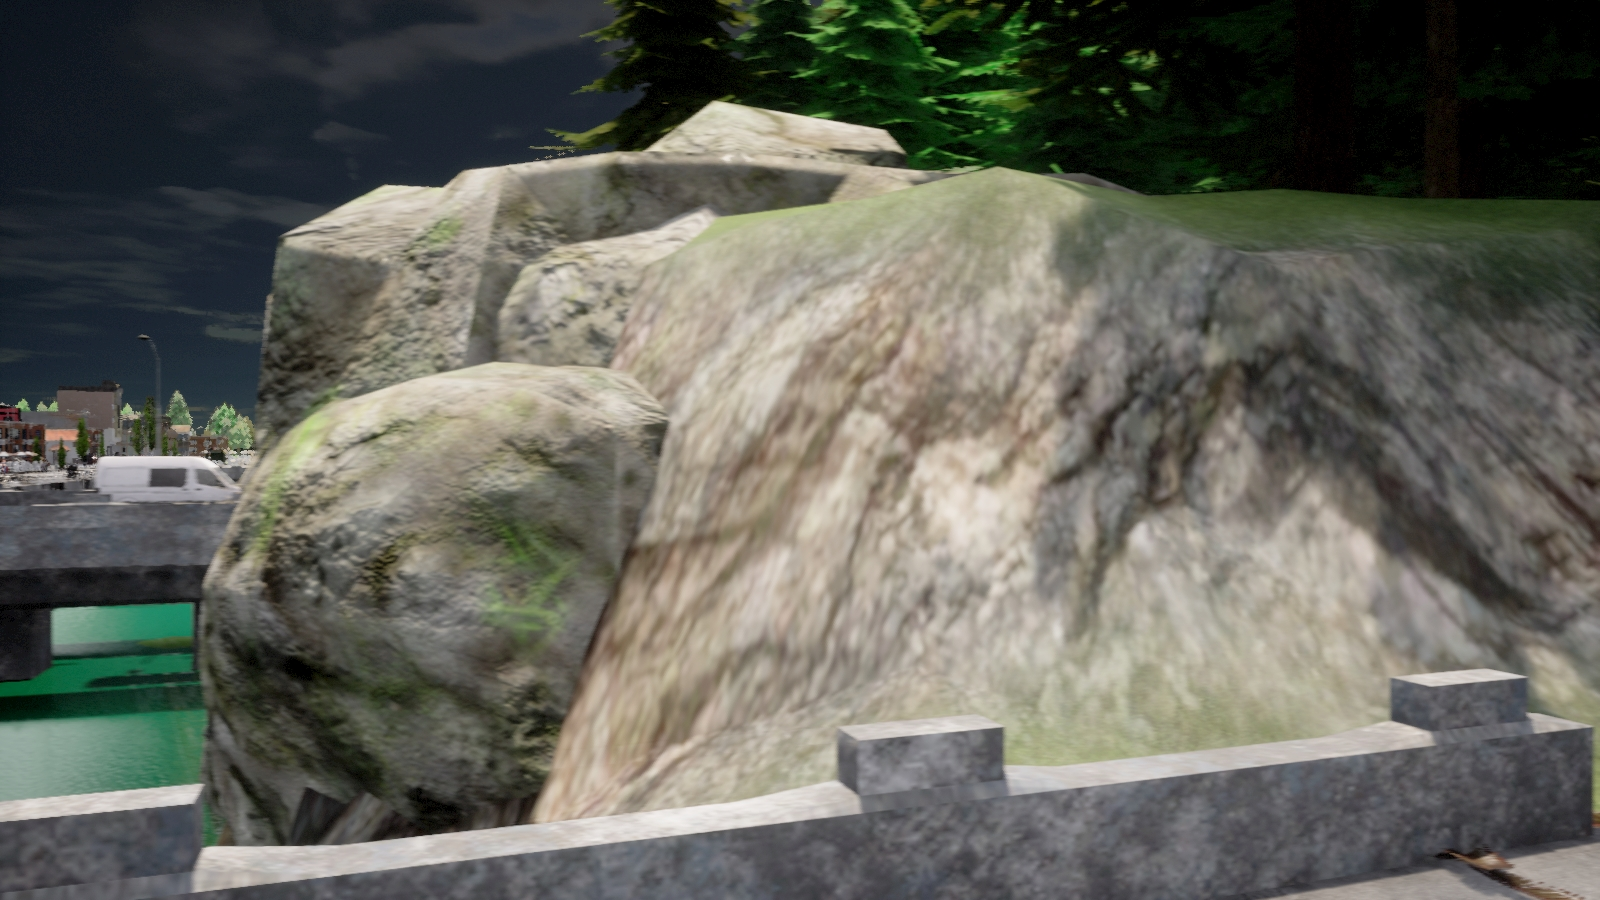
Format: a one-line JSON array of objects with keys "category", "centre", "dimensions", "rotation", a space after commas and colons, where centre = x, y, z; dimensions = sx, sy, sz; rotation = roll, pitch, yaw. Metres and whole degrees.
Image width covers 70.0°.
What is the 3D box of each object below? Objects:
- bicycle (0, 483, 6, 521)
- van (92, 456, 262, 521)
[{"category": "bicycle", "centre": [-32.228, 2.056, 44.899], "dimensions": [1.643, 1.496, 0.373], "rotation": [1, 0, -19]}, {"category": "van", "centre": [-25.609, 1.535, 47.207], "dimensions": [5.915, 2.561, 1.988], "rotation": [0, 0, -20]}]
